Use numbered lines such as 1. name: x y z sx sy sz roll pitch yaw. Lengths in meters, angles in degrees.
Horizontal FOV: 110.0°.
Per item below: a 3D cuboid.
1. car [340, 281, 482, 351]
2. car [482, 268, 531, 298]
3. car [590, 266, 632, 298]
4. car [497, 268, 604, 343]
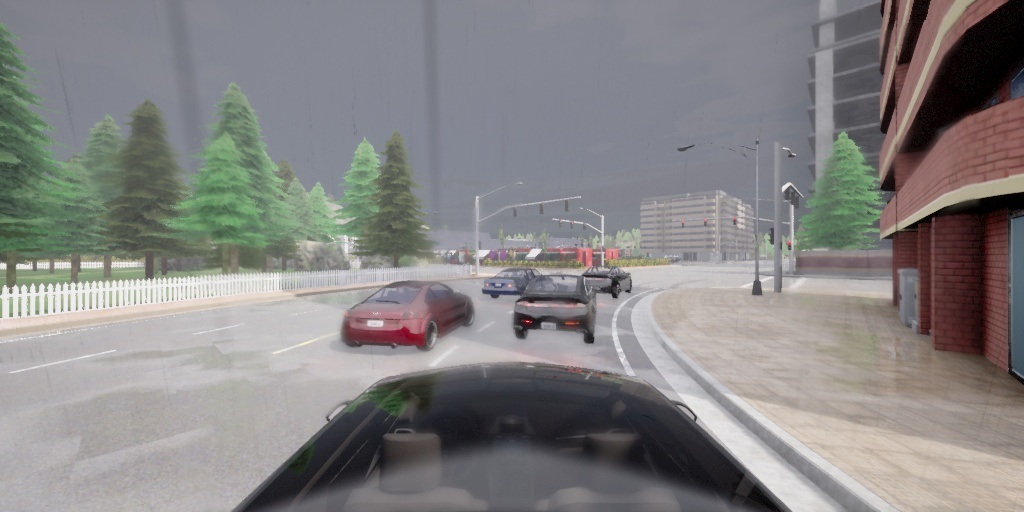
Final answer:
1. car: -2.361 1.314 9.117 1.994 1.385 4.181 0 0 10
2. car: 0.473 1.297 17.834 2.033 1.411 5.357 0 0 25
3. car: 4.846 1.236 18.346 2.128 1.511 4.902 1 1 29
4. car: 1.349 1.242 9.787 2.128 1.511 4.902 0 0 14
